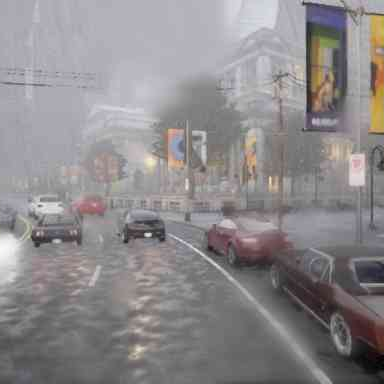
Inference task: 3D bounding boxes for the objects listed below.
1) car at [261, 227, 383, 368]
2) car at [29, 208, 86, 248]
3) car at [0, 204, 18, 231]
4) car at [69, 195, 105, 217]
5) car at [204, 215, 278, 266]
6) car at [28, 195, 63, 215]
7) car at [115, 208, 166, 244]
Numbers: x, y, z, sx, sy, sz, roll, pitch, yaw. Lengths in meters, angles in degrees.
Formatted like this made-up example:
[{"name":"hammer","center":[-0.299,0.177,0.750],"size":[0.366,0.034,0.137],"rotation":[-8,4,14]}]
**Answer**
[{"name":"car","center":[2.822,1.591,5.892],"size":[1.895,1.301,4.718],"rotation":[0,0,-3]},{"name":"car","center":[-5.884,1.613,14.973],"size":[1.895,1.301,4.718],"rotation":[0,0,-18]},{"name":"car","center":[-11.712,1.517,20.144],"size":[2.128,1.511,4.902],"rotation":[0,0,-26]},{"name":"car","center":[-9.756,1.255,30.672],"size":[2.150,2.045,5.566],"rotation":[0,0,-33]},{"name":"car","center":[1.784,1.516,11.528],"size":[2.002,1.452,4.674],"rotation":[0,0,-13]},{"name":"car","center":[-12.704,1.255,28.785],"size":[2.150,2.045,5.566],"rotation":[0,0,-33]},{"name":"car","center":[-2.540,1.513,16.006],"size":[1.837,1.490,4.892],"rotation":[0,0,-18]}]
